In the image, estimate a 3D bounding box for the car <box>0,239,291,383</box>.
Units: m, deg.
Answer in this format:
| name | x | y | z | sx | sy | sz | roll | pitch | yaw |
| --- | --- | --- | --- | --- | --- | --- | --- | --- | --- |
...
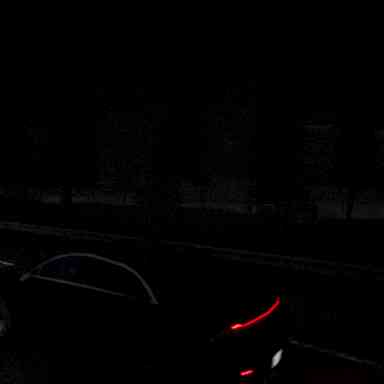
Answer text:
| name | x | y | z | sx | sy | sz | roll | pitch | yaw |
| --- | --- | --- | --- | --- | --- | --- | --- | --- | --- |
| car | -1.113 | 1.451 | 4.787 | 4.902 | 1.511 | 2.128 | 1 | 0 | 36 |
